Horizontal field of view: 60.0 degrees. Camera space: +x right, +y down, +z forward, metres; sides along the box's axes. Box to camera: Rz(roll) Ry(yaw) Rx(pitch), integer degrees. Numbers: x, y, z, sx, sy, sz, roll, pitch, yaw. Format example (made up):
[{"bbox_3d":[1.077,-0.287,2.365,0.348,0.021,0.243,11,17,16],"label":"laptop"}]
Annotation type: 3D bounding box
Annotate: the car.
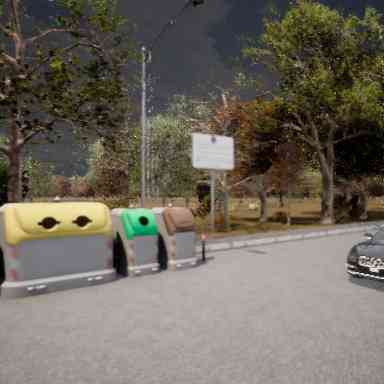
[{"bbox_3d":[6.105,1.517,8.973,4.892,1.490,1.837,0,0,-36],"label":"car"}]
